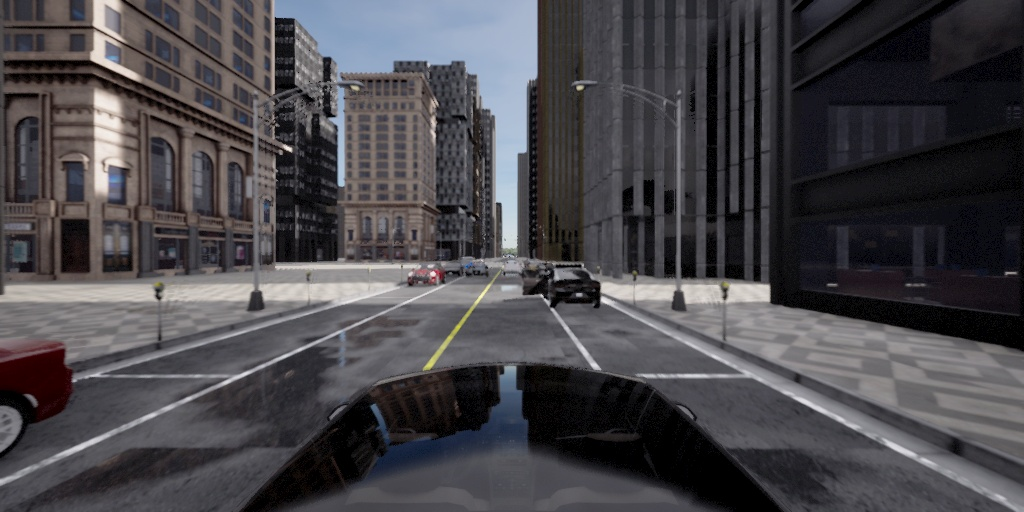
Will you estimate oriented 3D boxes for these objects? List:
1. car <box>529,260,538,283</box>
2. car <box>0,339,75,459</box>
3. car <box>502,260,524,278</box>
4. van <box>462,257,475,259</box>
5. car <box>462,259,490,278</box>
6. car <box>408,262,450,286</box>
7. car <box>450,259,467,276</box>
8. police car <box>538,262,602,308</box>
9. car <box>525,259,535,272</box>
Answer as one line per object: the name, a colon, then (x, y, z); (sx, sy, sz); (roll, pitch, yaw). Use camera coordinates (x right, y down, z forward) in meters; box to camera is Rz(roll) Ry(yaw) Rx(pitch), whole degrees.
car: (2.760, 1.270, 30.275); (1.948, 1.339, 4.313); (0, 0, 0)
car: (-5.763, 1.295, 2.068); (1.888, 1.381, 4.507); (0, 0, 0)
car: (0.030, 1.216, 37.656); (1.812, 1.442, 4.674); (0, 0, 0)
van: (-5.767, 1.010, 47.196); (1.690, 1.789, 3.998); (0, 0, 0)
car: (-3.094, 1.263, 33.295); (1.994, 1.385, 4.181); (0, 0, 0)
car: (-5.765, 1.154, 24.631); (1.967, 1.591, 4.097); (0, 0, 0)
car: (-5.766, 1.259, 35.914); (1.948, 1.339, 4.313); (0, 0, 0)
police car: (2.365, 1.155, 15.198); (1.930, 1.638, 5.238); (0, 0, 0)
car: (2.759, 1.207, 41.727); (1.751, 1.417, 4.829); (0, 0, 0)
